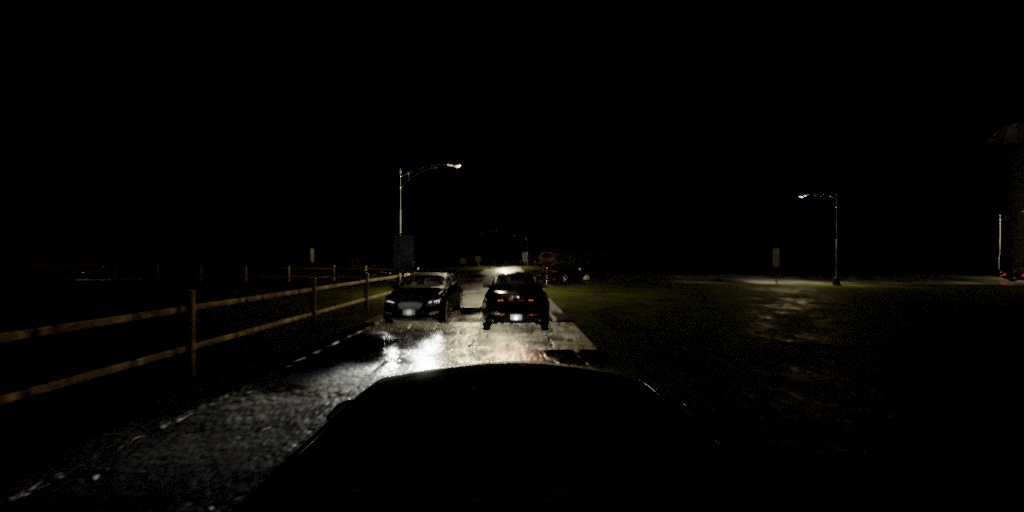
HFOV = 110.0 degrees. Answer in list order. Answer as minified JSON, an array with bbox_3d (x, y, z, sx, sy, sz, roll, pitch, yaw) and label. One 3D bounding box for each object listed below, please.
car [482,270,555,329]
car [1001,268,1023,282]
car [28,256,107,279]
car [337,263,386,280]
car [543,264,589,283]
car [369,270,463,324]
[{"bbox_3d":[0.105,1.313,11.473,1.837,1.490,4.892,0,0,0],"label":"car"},{"bbox_3d":[49.112,1.803,33.396,4.718,1.301,1.895,0,0,2],"label":"car"},{"bbox_3d":[-41.606,1.062,33.629,5.566,2.045,2.150,0,0,0],"label":"car"},{"bbox_3d":[-13.617,1.410,33.282,4.902,1.511,2.128,0,0,5],"label":"car"},{"bbox_3d":[4.689,1.444,30.749,5.008,1.535,1.882,1,-1,-45],"label":"car"},{"bbox_3d":[-2.842,1.305,12.353,2.128,1.511,4.902,0,0,0],"label":"car"}]
